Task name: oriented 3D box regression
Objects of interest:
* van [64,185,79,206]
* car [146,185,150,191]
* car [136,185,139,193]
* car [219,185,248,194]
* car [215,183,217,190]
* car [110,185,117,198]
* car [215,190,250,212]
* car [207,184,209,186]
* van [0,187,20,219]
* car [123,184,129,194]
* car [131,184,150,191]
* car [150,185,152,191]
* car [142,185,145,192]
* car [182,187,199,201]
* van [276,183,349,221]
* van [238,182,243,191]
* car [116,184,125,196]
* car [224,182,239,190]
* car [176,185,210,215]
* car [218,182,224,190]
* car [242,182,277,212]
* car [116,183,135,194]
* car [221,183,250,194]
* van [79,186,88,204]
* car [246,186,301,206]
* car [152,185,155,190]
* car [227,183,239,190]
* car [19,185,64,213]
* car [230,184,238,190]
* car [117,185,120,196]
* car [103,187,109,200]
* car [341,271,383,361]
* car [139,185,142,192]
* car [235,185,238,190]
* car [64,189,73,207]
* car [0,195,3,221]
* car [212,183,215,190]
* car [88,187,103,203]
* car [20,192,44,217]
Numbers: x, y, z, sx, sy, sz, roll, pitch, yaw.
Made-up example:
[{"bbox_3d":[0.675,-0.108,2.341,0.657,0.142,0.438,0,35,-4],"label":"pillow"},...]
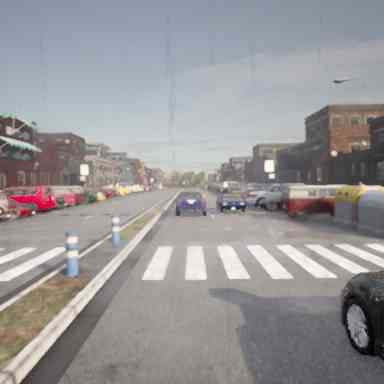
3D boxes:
[{"bbox_3d":[-13.215,0.485,30.677,4.442,1.987,1.878,-1,2,0],"label":"van"},{"bbox_3d":[-13.340,-0.860,80.664,4.892,1.521,2.231,-1,1,0],"label":"car"},{"bbox_3d":[-13.250,-0.443,63.885,4.674,1.452,2.002,-1,2,0],"label":"car"},{"bbox_3d":[7.265,-0.512,58.265,4.792,1.488,2.163,-1,2,0],"label":"car"},{"bbox_3d":[7.211,-0.636,61.014,5.008,1.535,2.097,-1,2,0],"label":"car"},{"bbox_3d":[-13.152,0.214,44.448,5.008,1.535,2.097,-1,2,0],"label":"car"},{"bbox_3d":[2.920,0.799,25.741,1.895,1.301,4.718,-1,2,0],"label":"car"},{"bbox_3d":[7.049,-1.166,85.810,4.674,1.452,2.002,-1,1,0],"label":"car"},{"bbox_3d":[-12.950,0.853,19.441,4.442,1.987,1.878,-1,2,0],"label":"van"},{"bbox_3d":[-13.204,-0.105,52.905,5.008,1.535,2.097,-1,2,0],"label":"car"},{"bbox_3d":[-13.333,-1.084,86.102,4.553,1.767,2.185,-1,1,0],"label":"car"},{"bbox_3d":[-13.532,-0.912,83.442,5.366,1.575,1.946,-1,1,0],"label":"car"},{"bbox_3d":[-13.255,-0.885,69.428,5.566,2.045,2.435,-1,1,0],"label":"car"},{"bbox_3d":[-0.183,0.182,41.022,1.882,1.535,5.008,-1,2,0],"label":"car"},{"bbox_3d":[7.614,0.592,19.670,4.442,1.987,1.878,-1,2,0],"label":"van"},{"bbox_3d":[7.286,0.136,33.453,4.442,1.987,1.878,-1,2,0],"label":"van"},{"bbox_3d":[-13.191,0.006,50.003,4.892,1.521,2.231,-1,2,0],"label":"car"},{"bbox_3d":[7.279,-0.263,47.239,4.553,1.767,2.185,-1,2,0],"label":"car"},{"bbox_3d":[-0.072,0.640,24.130,2.097,1.767,4.553,-1,2,0],"label":"car"},{"bbox_3d":[7.261,-0.491,49.990,5.566,2.045,2.435,-1,2,0],"label":"car"},{"bbox_3d":[7.412,0.298,27.939,5.566,2.045,2.435,-1,2,0],"label":"car"},{"bbox_3d":[-13.412,-0.308,58.457,5.366,1.575,1.946,-1,2,0],"label":"car"},{"bbox_3d":[7.284,-0.571,55.503,4.553,1.767,2.185,-1,2,0],"label":"car"},{"bbox_3d":[-13.223,0.392,33.329,4.442,1.987,1.878,-1,2,0],"label":"van"},{"bbox_3d":[7.454,0.330,30.701,4.553,1.767,2.185,-1,2,0],"label":"car"},{"bbox_3d":[-13.391,-1.055,91.653,5.008,1.535,2.097,-1,1,0],"label":"car"},{"bbox_3d":[7.535,0.060,41.732,5.366,1.575,1.946,-1,2,0],"label":"car"},{"bbox_3d":[-13.108,0.650,24.997,5.566,2.045,2.435,-1,2,0],"label":"car"},{"bbox_3d":[7.553,0.161,38.974,5.366,1.575,1.946,-1,2,0],"label":"car"},{"bbox_3d":[-13.200,0.139,47.227,4.792,1.488,2.163,-1,2,0],"label":"car"},{"bbox_3d":[-12.945,0.409,39.018,5.366,1.575,1.946,-1,2,0],"label":"car"},{"bbox_3d":[3.071,1.408,2.874,1.837,1.490,4.892,-1,2,0],"label":"car"},{"bbox_3d":[-13.453,-0.562,66.655,5.366,1.575,1.946,-1,2,0],"label":"car"},{"bbox_3d":[7.385,0.304,36.220,4.674,1.452,2.002,-1,2,0],"label":"car"},{"bbox_3d":[-13.078,0.805,27.904,4.892,1.521,2.231,-1,2,0],"label":"car"},{"bbox_3d":[-13.090,0.917,16.665,5.566,2.045,2.435,-1,2,0],"label":"car"},{"bbox_3d":[7.167,-0.970,63.762,5.566,2.045,2.435,-1,2,0],"label":"car"},{"bbox_3d":[-13.090,0.262,36.226,5.566,2.045,2.435,-1,2,0],"label":"car"},{"bbox_3d":[-13.042,1.017,22.354,4.792,1.488,2.163,-1,2,0],"label":"car"}]
